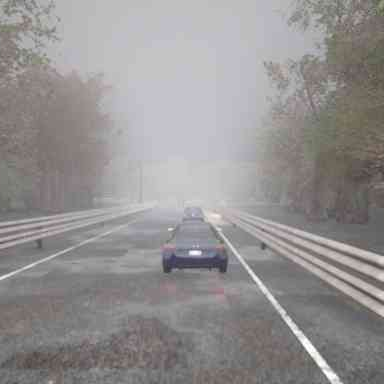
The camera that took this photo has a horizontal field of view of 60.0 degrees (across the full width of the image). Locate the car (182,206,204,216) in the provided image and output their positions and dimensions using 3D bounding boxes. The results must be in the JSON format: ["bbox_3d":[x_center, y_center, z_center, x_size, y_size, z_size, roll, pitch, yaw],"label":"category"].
[{"bbox_3d":[0.110,1.950,29.275,2.033,1.411,5.357,0,-1,0],"label":"car"}]

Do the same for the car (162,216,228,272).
[{"bbox_3d":[0.096,1.723,11.420,1.994,1.385,4.181,0,-1,0],"label":"car"}]
